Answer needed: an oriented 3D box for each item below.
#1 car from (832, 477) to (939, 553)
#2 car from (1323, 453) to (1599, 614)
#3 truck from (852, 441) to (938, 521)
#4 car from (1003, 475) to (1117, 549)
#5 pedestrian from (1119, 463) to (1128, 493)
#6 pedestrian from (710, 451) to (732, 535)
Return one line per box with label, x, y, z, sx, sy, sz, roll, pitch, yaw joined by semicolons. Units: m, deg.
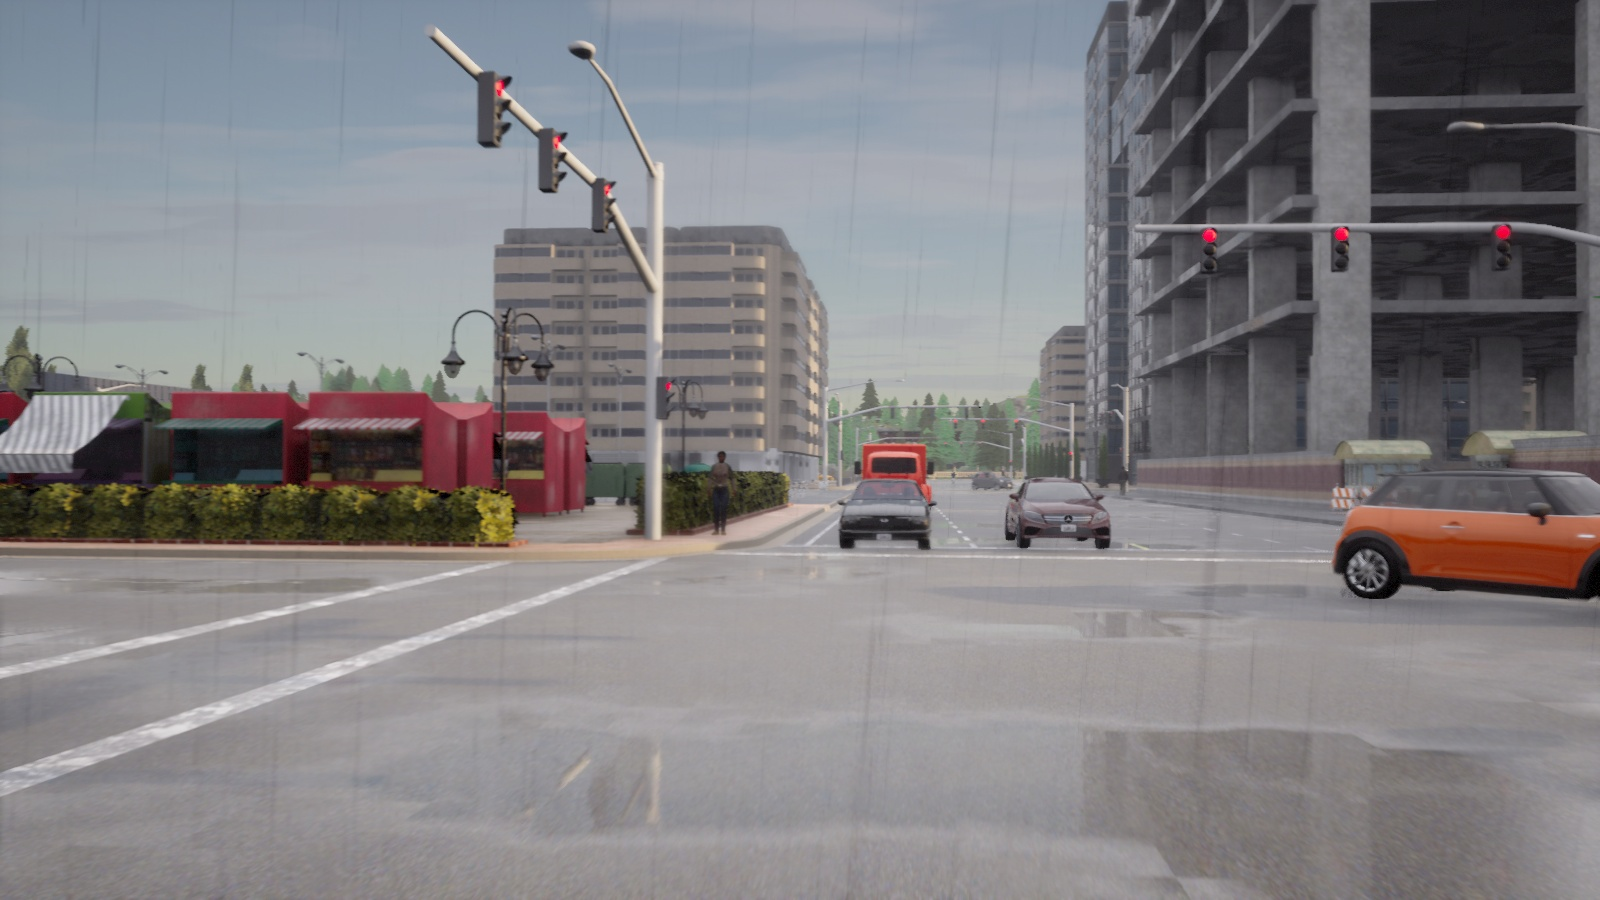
car;1.914;1.303;26.717;2.033;1.411;5.357;0;-1;6
car;9.080;0.946;15.295;2.097;1.767;4.553;1;-1;-36
truck;3.154;1.014;41.570;2.627;2.467;5.204;0;-1;5
car;5.518;1.279;27.205;1.812;1.442;4.674;0;-1;4
pedestrian;19.792;1.693;76.839;0.431;1.840;0.703;0;-1;3
pedestrian;-1.715;0.932;27.371;0.328;1.805;0.869;0;-1;7
